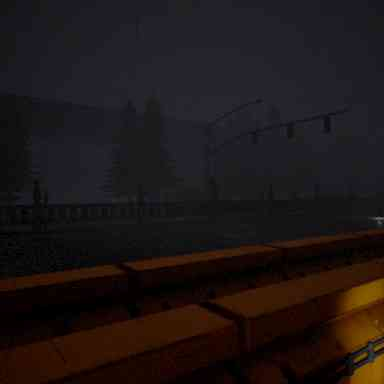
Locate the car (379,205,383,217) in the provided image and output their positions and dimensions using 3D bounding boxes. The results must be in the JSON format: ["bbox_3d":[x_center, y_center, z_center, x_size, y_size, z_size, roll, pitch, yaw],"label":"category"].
[{"bbox_3d":[18.910,1.505,30.312,4.892,1.490,1.837,0,0,-35],"label":"car"}]
